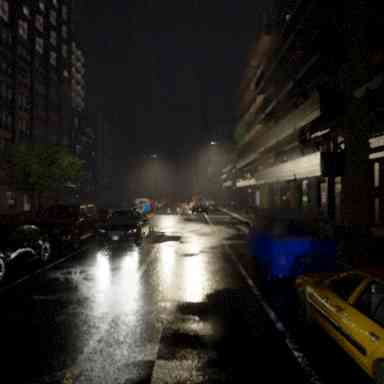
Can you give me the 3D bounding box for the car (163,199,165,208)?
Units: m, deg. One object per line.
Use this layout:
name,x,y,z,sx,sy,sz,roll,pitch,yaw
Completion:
car,-5.694,1.955,59.439,1.967,1.590,4.097,0,-1,0

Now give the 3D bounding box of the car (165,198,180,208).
car,-3.059,1.970,56.986,1.882,1.535,5.008,0,-1,0

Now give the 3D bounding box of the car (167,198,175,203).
car,-5.695,2.400,92.573,1.947,1.339,4.313,0,-1,0

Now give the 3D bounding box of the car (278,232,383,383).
car,2.689,1.562,4.381,1.752,1.417,4.829,0,0,0

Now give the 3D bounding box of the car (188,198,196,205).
car,-0.001,1.993,71.404,1.837,1.490,4.892,0,-1,0

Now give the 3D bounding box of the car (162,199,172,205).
car,-5.695,2.224,76.005,2.008,1.369,4.403,0,-1,0

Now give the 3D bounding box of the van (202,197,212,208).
van,2.686,1.856,59.439,1.690,1.788,3.998,0,-1,0

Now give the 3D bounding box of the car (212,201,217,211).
car,2.687,1.964,48.392,2.008,1.369,4.403,0,-1,0

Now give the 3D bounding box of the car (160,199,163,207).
car,-5.694,1.979,48.392,1.947,1.339,4.313,0,-1,0

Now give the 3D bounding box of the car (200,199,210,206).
car,2.687,2.165,70.482,1.887,1.381,4.507,0,-1,0

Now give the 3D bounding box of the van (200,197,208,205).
van,2.686,2.015,76.006,1.690,1.788,3.998,0,-1,0

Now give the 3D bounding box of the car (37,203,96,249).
car,-5.693,1.441,15.258,2.192,1.841,5.009,0,0,0

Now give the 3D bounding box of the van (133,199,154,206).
van,-5.694,1.657,37.348,1.690,1.788,3.998,0,0,0

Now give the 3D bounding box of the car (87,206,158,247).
car,-3.101,1.623,15.942,2.128,1.511,4.902,0,0,0

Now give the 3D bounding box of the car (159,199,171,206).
car,-5.695,2.171,70.482,2.008,1.369,4.403,0,-1,0

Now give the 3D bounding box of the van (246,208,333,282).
van,2.688,1.421,9.736,1.690,1.788,3.998,0,0,0

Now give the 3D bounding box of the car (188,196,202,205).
car,0.656,1.763,48.689,2.097,1.767,4.553,0,-1,0

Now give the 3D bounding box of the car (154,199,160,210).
car,-5.693,1.909,42.870,1.887,1.381,4.507,0,-1,0

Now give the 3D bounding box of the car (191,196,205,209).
car,0.899,1.697,54.755,2.150,2.045,5.566,0,-1,0

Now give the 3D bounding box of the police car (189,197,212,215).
police car,0.900,1.754,38.833,1.930,1.638,5.238,0,-1,0

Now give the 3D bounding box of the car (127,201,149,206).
car,-5.693,1.818,31.824,2.008,1.369,4.403,0,0,0

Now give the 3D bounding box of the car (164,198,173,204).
car,-5.695,2.167,81.529,1.967,1.590,4.097,0,-1,0

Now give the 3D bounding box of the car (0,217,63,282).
car,-5.692,1.646,9.734,1.947,1.339,4.313,0,0,0
